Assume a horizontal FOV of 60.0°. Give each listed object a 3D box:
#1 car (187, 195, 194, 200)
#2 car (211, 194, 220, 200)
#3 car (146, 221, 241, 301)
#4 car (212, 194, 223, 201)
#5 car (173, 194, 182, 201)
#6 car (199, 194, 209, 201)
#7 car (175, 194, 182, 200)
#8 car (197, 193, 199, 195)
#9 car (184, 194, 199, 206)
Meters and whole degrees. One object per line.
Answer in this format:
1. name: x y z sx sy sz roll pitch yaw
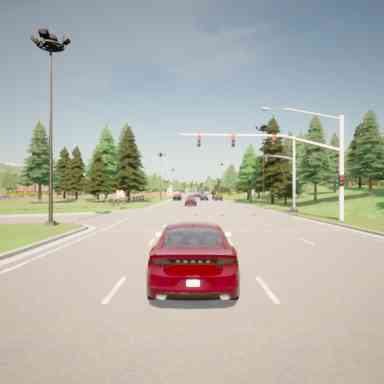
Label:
1. car: -0.355 1.419 94.083 1.895 1.301 4.718 0 0 0
2. car: 6.645 1.364 94.080 2.033 1.411 5.357 0 0 0
3. car: 0.031 1.477 8.418 1.882 1.535 5.008 0 0 0
4. car: 6.684 1.509 83.660 2.128 1.511 4.902 0 0 0
5. car: -3.816 1.462 83.620 1.882 1.535 5.008 0 0 0
6. car: 3.183 1.509 84.063 1.812 1.442 4.674 0 0 0
7. car: -3.855 1.302 94.040 1.882 1.535 5.008 0 0 0
8. car: 3.145 1.349 94.066 2.128 1.511 4.902 0 0 0
9. car: -0.199 1.521 53.020 1.812 1.442 4.674 0 0 0
